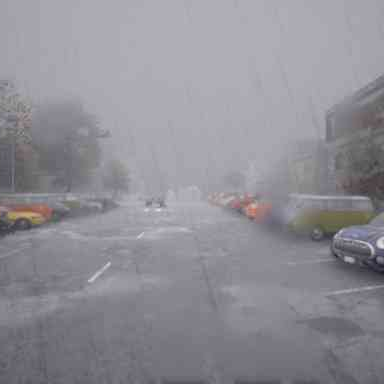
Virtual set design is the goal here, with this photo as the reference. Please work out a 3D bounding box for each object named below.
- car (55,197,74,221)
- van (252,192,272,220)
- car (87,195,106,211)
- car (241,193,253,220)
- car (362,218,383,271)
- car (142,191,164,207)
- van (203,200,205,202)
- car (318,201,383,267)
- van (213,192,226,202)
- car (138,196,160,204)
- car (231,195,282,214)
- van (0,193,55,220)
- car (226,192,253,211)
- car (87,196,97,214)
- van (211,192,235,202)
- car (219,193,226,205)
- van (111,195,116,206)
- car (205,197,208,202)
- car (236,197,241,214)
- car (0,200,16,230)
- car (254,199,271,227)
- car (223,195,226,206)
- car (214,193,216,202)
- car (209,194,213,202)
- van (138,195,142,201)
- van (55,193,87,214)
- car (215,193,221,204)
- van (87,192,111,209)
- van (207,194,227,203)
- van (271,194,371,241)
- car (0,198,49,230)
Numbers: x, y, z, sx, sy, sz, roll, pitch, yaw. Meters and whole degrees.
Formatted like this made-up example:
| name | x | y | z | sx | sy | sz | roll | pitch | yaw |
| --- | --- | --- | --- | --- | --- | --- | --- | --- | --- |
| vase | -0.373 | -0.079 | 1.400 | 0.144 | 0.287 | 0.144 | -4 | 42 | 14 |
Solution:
| name | x | y | z | sx | sy | sz | roll | pitch | yaw |
| --- | --- | --- | --- | --- | --- | --- | --- | --- | --- |
| car | -11.409 | 1.376 | 24.627 | 4.674 | 1.452 | 2.002 | -1 | 1 | -20 |
| van | 6.513 | 1.125 | 21.685 | 4.442 | 1.987 | 1.878 | 1 | 0 | -20 |
| car | -11.424 | 1.344 | 33.466 | 4.674 | 1.452 | 2.002 | -1 | 0 | -20 |
| car | 6.373 | 1.209 | 24.567 | 4.553 | 1.767 | 2.185 | 1 | 0 | -20 |
| car | 6.418 | 1.438 | 6.974 | 4.892 | 1.521 | 2.231 | 1 | 1 | -20 |
| car | -5.028 | 0.924 | 45.891 | 2.150 | 2.045 | 5.566 | 0 | 0 | 0 |
| van | 6.140 | 2.434 | 94.947 | 4.442 | 1.987 | 1.878 | 2 | -5 | -21 |
| car | 6.442 | 1.292 | 9.913 | 4.553 | 1.767 | 2.185 | 1 | 1 | -20 |
| van | 6.270 | 1.033 | 53.861 | 4.442 | 1.987 | 1.878 | 1 | 0 | -20 |
| car | -11.717 | 2.186 | 91.214 | 5.566 | 2.045 | 2.435 | 1 | -4 | -21 |
| car | 6.430 | 1.177 | 33.377 | 4.553 | 1.767 | 2.185 | 1 | 0 | -20 |
| van | -11.523 | 1.127 | 21.642 | 4.442 | 1.987 | 1.878 | -1 | 1 | -20 |
| car | 6.426 | 1.062 | 30.454 | 5.566 | 2.045 | 2.435 | 1 | 0 | -20 |
| car | -11.419 | 1.354 | 30.521 | 4.674 | 1.452 | 2.002 | -1 | 0 | -20 |
| van | 6.418 | 1.120 | 68.613 | 4.442 | 1.987 | 1.878 | 1 | -2 | -20 |
| car | 6.563 | 1.281 | 42.240 | 5.366 | 1.575 | 1.946 | 1 | 0 | -20 |
| van | -11.316 | 1.062 | 39.395 | 4.442 | 1.987 | 1.878 | -1 | 0 | -20 |
| car | 6.434 | 1.506 | 74.483 | 5.366 | 1.575 | 1.946 | 2 | -2 | -20 |
| car | 6.401 | 1.364 | 27.506 | 4.674 | 1.452 | 2.002 | 1 | 0 | -20 |
| car | -11.400 | 1.382 | 15.797 | 4.892 | 1.521 | 2.231 | -1 | 1 | -20 |
| car | 6.398 | 1.364 | 18.709 | 5.008 | 1.535 | 2.097 | 1 | 0 | -20 |
| car | 6.385 | 1.296 | 36.309 | 4.892 | 1.521 | 2.231 | 1 | 0 | -20 |
| car | 6.408 | 1.296 | 50.985 | 4.792 | 1.488 | 2.163 | 1 | 0 | -20 |
| car | 6.193 | 1.250 | 56.776 | 5.366 | 1.575 | 1.946 | 1 | 0 | -20 |
| van | -11.551 | 1.820 | 85.263 | 4.442 | 1.987 | 1.878 | 1 | -3 | -21 |
| van | -11.311 | 1.098 | 27.618 | 4.442 | 1.987 | 1.878 | -1 | 0 | -20 |
| car | 6.561 | 1.270 | 48.101 | 5.366 | 1.575 | 1.946 | 1 | 0 | -20 |
| van | -11.531 | 1.073 | 36.361 | 4.442 | 1.987 | 1.878 | -1 | 0 | -20 |
| van | 6.290 | 1.675 | 83.240 | 4.442 | 1.987 | 1.878 | 2 | -4 | -21 |
| van | 6.302 | 1.153 | 15.729 | 4.442 | 1.987 | 1.878 | 1 | 1 | -20 |
| car | -11.236 | 1.360 | 18.807 | 5.366 | 1.575 | 1.946 | -1 | 0 | -20 |
